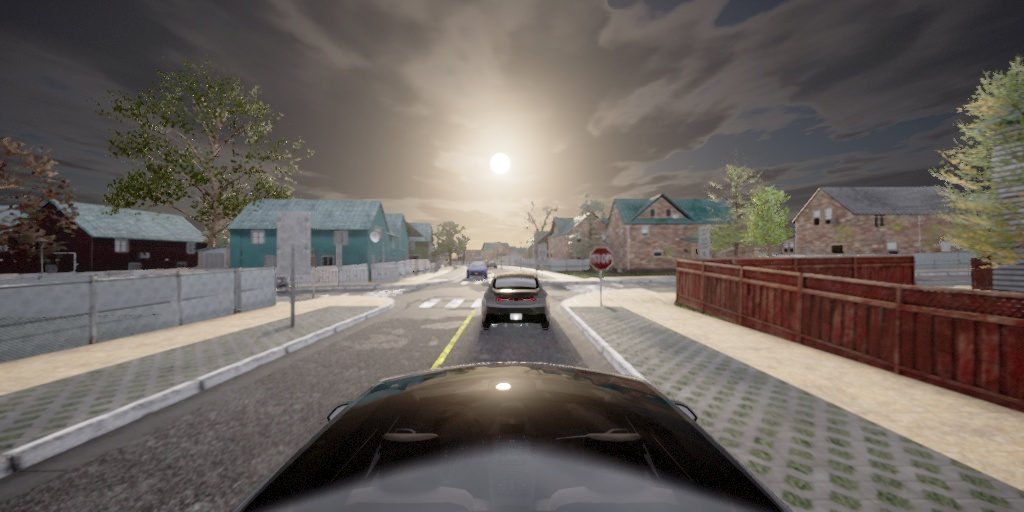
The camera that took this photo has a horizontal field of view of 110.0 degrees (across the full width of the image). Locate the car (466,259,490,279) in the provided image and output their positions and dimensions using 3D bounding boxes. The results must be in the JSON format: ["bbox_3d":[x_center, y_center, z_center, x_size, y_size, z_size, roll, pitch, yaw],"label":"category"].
[{"bbox_3d":[-3.254,1.299,33.875,1.882,1.535,5.008,0,-1,-3],"label":"car"}]

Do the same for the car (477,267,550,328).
[{"bbox_3d":[0.102,1.255,11.309,1.837,1.490,4.892,0,0,0],"label":"car"}]

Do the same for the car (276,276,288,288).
[{"bbox_3d":[-17.313,1.691,22.732,5.357,1.411,2.033,-1,0,-2],"label":"car"}]

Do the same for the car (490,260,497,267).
[{"bbox_3d":[-3.777,1.530,64.716,1.812,1.442,4.674,0,-1,-10],"label":"car"}]
